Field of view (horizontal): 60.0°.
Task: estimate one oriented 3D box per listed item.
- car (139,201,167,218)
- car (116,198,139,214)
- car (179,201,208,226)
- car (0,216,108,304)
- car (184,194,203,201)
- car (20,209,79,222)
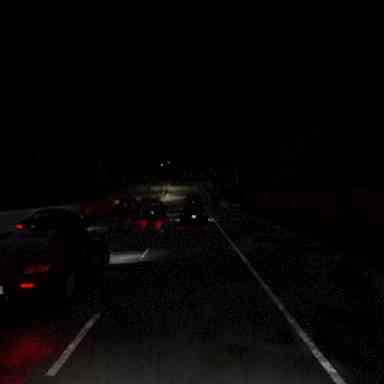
[{"bbox_3d":[-3.367,1.582,30.479,1.812,1.442,4.674,0,0,0],"label":"car"},{"bbox_3d":[-6.863,1.419,36.438,2.097,1.767,4.553,0,0,1],"label":"car"},{"bbox_3d":[0.126,1.610,24.109,1.994,1.385,4.181,0,0,0],"label":"car"},{"bbox_3d":[-3.392,1.540,8.045,1.812,1.442,4.674,0,0,0],"label":"car"},{"bbox_3d":[0.146,1.299,41.310,2.150,2.045,5.566,0,0,0],"label":"car"},{"bbox_3d":[-6.882,1.577,16.894,2.033,1.411,5.357,0,0,0],"label":"car"}]
